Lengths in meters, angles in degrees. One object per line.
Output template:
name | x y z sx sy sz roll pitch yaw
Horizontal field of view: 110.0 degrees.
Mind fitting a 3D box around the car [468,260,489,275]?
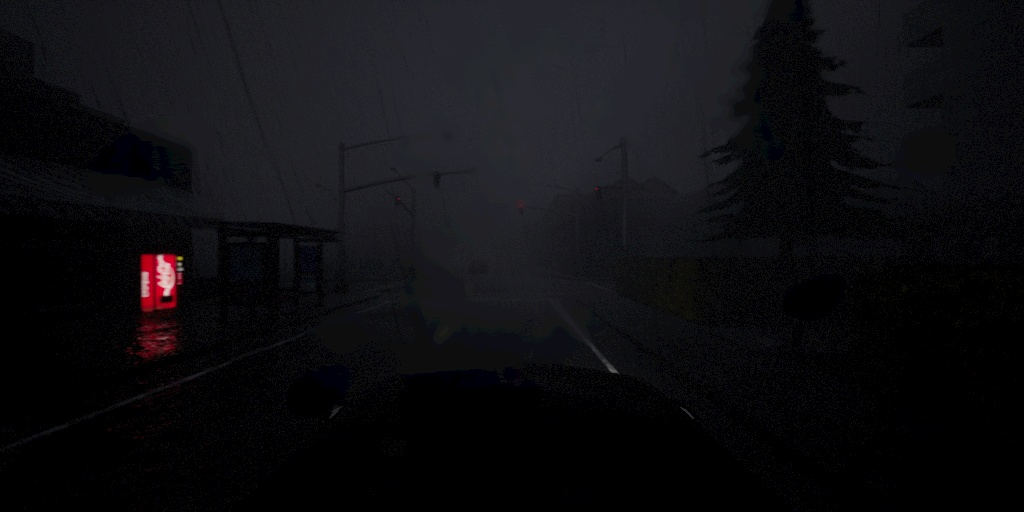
car | -3.495 1.172 37.645 1.882 1.535 5.008 0 1 0
